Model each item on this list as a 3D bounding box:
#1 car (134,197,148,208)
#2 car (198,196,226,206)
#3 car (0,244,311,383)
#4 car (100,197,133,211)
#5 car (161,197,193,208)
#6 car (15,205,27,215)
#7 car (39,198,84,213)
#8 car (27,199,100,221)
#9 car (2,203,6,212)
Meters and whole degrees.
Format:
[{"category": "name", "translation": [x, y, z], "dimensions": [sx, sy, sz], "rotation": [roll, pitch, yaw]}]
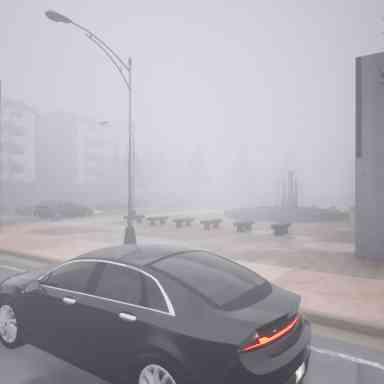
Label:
[{"category": "car", "translation": [-8.506, 1.505, 46.892], "dimensions": [4.892, 1.490, 1.837], "rotation": [0, 0, -44]}, {"category": "car", "translation": [3.375, 1.477, 55.639], "dimensions": [5.008, 1.535, 1.882], "rotation": [0, 0, -27]}, {"category": "car", "translation": [-0.922, 1.505, 4.649], "dimensions": [4.892, 1.490, 1.837], "rotation": [0, 0, 35]}, {"category": "car", "translation": [-9.670, 1.564, 40.192], "dimensions": [1.994, 1.385, 4.181], "rotation": [0, 0, 39]}, {"category": "car", "translation": [-2.129, 1.492, 47.859], "dimensions": [4.902, 1.511, 2.128], "rotation": [0, 0, -38]}, {"category": "car", "translation": [-14.879, 1.505, 32.959], "dimensions": [1.837, 1.490, 4.892], "rotation": [0, 0, 34]}, {"category": "car", "translation": [-15.100, 1.526, 38.818], "dimensions": [1.812, 1.442, 4.674], "rotation": [0, 0, 36]}, {"category": "car", "translation": [-10.284, 1.491, 27.014], "dimensions": [2.128, 1.511, 4.902], "rotation": [0, 0, 33]}, {"category": "car", "translation": [-20.246, 1.492, 31.264], "dimensions": [2.128, 1.511, 4.902], "rotation": [0, 0, 35]}]
